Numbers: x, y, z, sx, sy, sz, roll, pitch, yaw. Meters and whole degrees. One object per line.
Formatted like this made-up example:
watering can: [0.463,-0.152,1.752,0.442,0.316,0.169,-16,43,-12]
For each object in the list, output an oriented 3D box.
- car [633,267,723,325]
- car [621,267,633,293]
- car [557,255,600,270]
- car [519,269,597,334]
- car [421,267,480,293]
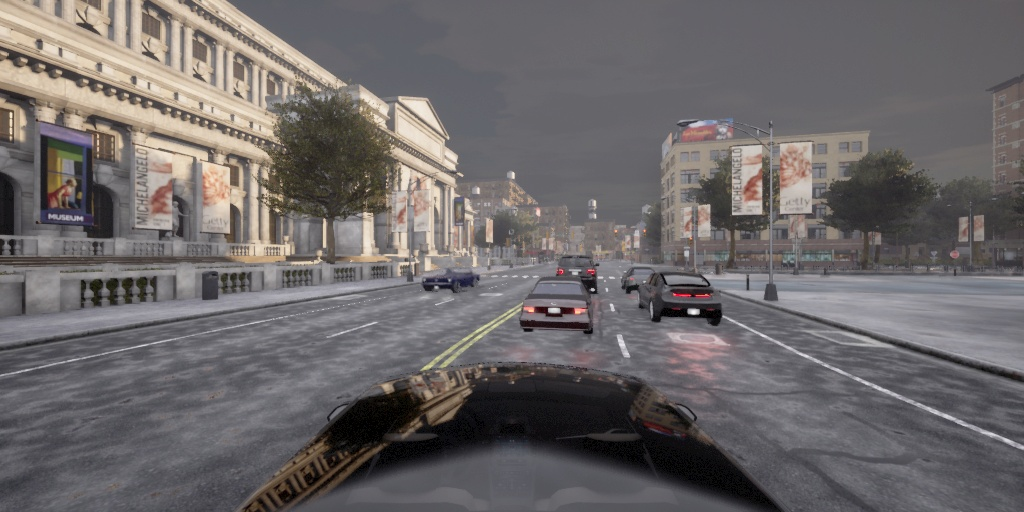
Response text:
car: [5.407,1.255,12.030,1.837,1.490,4.892,0,0,12]
car: [7.364,1.314,20.457,1.994,1.385,4.181,0,0,13]
car: [3.801,0.971,20.677,2.150,2.045,5.566,0,0,13]
car: [1.463,1.297,10.700,2.033,1.411,5.357,0,0,11]
car: [-3.456,1.351,21.011,1.895,1.301,4.718,0,0,14]
